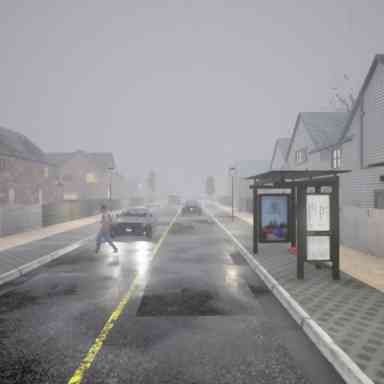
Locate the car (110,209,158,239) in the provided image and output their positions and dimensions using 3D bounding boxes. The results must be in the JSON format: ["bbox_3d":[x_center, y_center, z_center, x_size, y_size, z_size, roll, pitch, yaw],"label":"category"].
[{"bbox_3d":[-2.914,1.575,17.297,1.994,1.385,4.181,0,0,0],"label":"car"}]

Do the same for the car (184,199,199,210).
[{"bbox_3d":[-0.076,1.674,46.221,2.033,1.411,5.357,0,0,0],"label":"car"}]

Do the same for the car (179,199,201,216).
[{"bbox_3d":[-0.043,1.633,34.130,1.994,1.385,4.181,0,0,0],"label":"car"}]

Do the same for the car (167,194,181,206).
[{"bbox_3d":[-3.047,1.421,57.988,2.150,2.045,5.566,0,-1,0],"label":"car"}]

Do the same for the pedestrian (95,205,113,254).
[{"bbox_3d":[-3.191,1.298,12.055,0.375,1.860,0.375,0,0,-4],"label":"pedestrian"}]

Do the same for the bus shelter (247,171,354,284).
[{"bbox_3d":[2.967,0.877,10.046,1.920,2.740,3.880,0,0,0],"label":"bus shelter"}]
